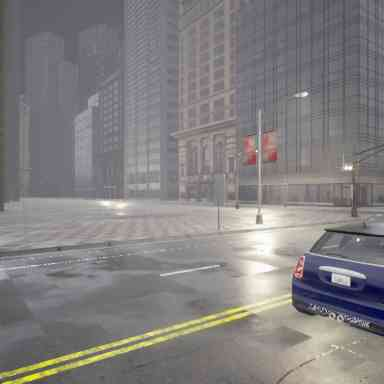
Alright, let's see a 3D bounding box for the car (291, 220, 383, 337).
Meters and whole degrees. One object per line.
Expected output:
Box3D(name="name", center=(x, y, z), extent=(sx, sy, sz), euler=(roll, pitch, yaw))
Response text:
Box3D(name="car", center=(3.992, 1.352, 6.303), extent=(4.553, 1.767, 2.097), euler=(0, 0, -36))
